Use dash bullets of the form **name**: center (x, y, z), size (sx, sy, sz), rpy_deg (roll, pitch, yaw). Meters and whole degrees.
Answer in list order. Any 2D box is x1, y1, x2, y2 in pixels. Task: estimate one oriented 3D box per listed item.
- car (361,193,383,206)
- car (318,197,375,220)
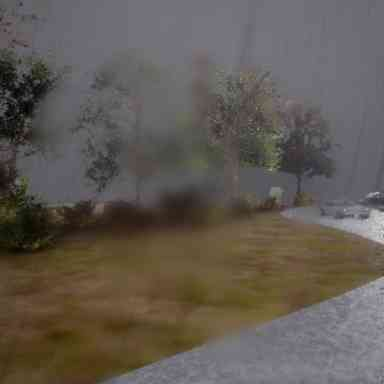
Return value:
- **car**: center (20.525, 0.861, 37.593), size (4.892, 1.490, 1.837), rpy_deg (0, 0, -13)
- **car**: center (10.721, 1.224, 23.748), size (1.895, 1.301, 4.718), rpy_deg (-1, 1, 2)
